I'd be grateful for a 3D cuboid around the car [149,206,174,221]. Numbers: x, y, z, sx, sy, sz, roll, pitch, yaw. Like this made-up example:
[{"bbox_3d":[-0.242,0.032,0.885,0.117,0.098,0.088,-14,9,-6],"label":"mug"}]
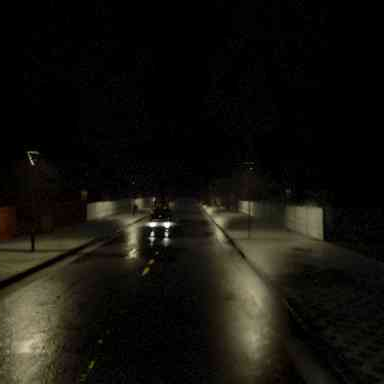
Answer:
[{"bbox_3d":[-2.751,1.948,30.638,1.994,1.385,4.181,0,-1,0],"label":"car"}]
